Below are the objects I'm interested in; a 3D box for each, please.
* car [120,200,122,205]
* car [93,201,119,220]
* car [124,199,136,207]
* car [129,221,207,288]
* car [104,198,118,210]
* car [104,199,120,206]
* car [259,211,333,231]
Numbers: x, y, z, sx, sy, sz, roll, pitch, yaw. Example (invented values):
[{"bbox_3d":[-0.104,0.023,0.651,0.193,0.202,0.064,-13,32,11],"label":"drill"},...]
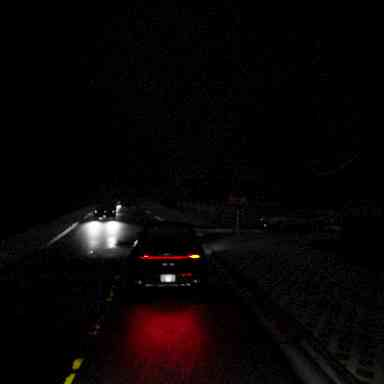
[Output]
[{"bbox_3d":[-15.095,2.049,66.009,1.895,1.301,4.718,0,-1,-7],"label":"car"},{"bbox_3d":[-7.875,1.777,30.309,1.895,1.301,4.718,1,0,-13],"label":"car"},{"bbox_3d":[-11.329,1.927,60.734,1.812,1.442,4.674,0,-1,-10],"label":"car"},{"bbox_3d":[-0.690,1.597,9.516,1.837,1.490,4.892,0,0,-4],"label":"car"},{"bbox_3d":[-12.250,1.766,50.341,1.882,1.535,5.008,1,0,-12],"label":"car"},{"bbox_3d":[-10.102,1.727,40.430,1.837,1.490,4.892,1,-1,-12],"label":"car"},{"bbox_3d":[7.195,2.019,23.296,4.718,1.301,1.895,1,-3,-10],"label":"car"}]
